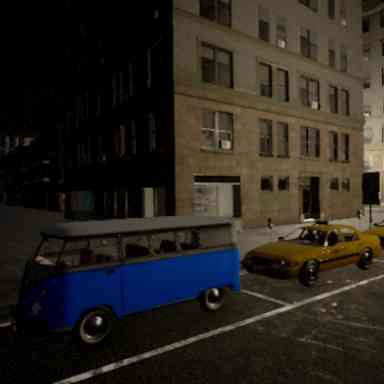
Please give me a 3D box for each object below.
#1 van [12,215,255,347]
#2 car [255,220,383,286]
[{"bbox_3d":[-0.933,1.380,6.113,3.998,1.788,1.690,-1,0,-36],"label":"van"},{"bbox_3d":[3.520,1.508,9.342,4.829,1.417,1.752,-1,0,-36],"label":"car"}]
